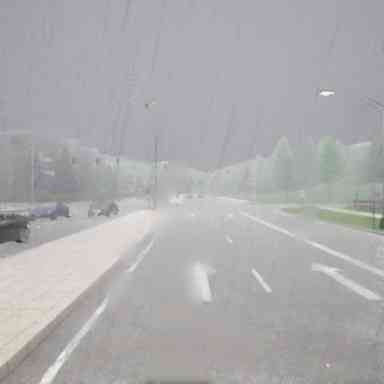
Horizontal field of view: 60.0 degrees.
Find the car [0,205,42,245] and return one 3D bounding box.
[{"bbox_3d":[-8.092,1.486,12.885,2.128,1.511,4.902,0,0,0],"label":"car"}]

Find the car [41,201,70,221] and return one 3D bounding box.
[{"bbox_3d":[-11.496,1.514,27.203,1.812,1.442,4.674,0,0,0],"label":"car"}]

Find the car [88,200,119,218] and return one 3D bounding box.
[{"bbox_3d":[-7.995,1.514,30.282,2.128,1.511,4.902,0,0,0],"label":"car"}]
